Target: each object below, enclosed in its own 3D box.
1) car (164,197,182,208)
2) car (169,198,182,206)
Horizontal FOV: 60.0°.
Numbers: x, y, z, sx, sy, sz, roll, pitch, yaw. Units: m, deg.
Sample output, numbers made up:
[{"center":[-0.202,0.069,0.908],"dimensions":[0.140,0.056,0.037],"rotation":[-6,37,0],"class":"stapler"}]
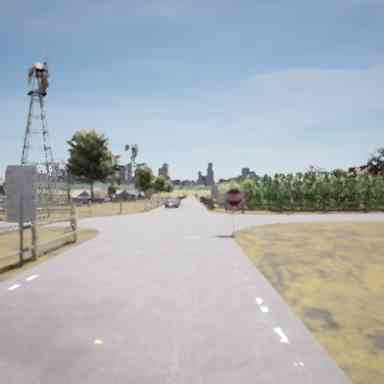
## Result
[{"center":[-2.751,1.473,45.851],"dimensions":[2.128,1.511,4.902],"rotation":[0,0,0],"class":"car"},{"center":[-2.752,1.630,56.553],"dimensions":[1.895,1.301,4.718],"rotation":[0,0,0],"class":"car"}]
